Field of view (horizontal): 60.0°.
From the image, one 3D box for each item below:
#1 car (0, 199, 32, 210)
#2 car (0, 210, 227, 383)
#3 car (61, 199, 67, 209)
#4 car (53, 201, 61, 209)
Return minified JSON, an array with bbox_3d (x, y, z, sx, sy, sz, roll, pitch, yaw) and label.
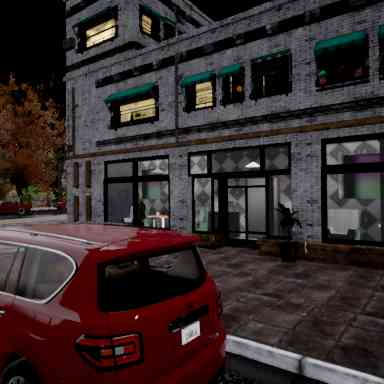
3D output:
[{"bbox_3d":[-17.558,1.459,30.744,1.895,1.301,4.718,-1,0,37],"label":"car"},{"bbox_3d":[-1.951,1.316,4.303,5.009,1.841,2.192,0,-1,36],"label":"car"},{"bbox_3d":[-12.080,1.118,38.051,2.097,1.767,4.553,-1,0,37],"label":"car"},{"bbox_3d":[-14.512,1.369,40.221,1.994,1.385,4.181,-1,0,37],"label":"car"}]
